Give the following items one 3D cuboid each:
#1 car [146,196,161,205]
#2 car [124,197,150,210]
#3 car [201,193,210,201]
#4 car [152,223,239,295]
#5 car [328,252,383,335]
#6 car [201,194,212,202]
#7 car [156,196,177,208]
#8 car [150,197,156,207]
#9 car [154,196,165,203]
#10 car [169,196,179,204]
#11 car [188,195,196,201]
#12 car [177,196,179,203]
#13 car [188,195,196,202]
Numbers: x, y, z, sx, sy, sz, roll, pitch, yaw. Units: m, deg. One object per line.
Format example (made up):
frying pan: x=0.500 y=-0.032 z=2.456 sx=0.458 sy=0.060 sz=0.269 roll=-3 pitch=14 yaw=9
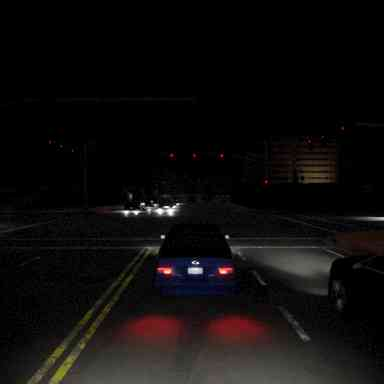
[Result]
car: x=-7.107 y=1.547 z=61.730 sx=2.033 sy=1.411 sz=5.357 roll=0 pitch=0 yaw=0
car: x=-7.171 y=1.547 z=42.288 sx=2.033 sy=1.411 sz=5.357 roll=0 pitch=0 yaw=2
car: x=3.439 y=1.228 z=84.590 sx=2.097 sy=1.767 sz=4.553 roll=0 pitch=0 yaw=0
car: x=0.077 y=1.547 z=8.842 sx=2.033 sy=1.411 sz=5.357 roll=0 pitch=0 yaw=0
car: x=3.559 y=1.491 z=4.599 sx=2.128 sy=1.511 sz=4.902 roll=0 pitch=0 yaw=0
car: x=3.447 y=1.344 z=74.634 sx=2.097 sy=1.767 sz=4.553 roll=0 pitch=0 yaw=0
car: x=-3.633 y=1.601 z=47.537 sx=1.895 sy=1.301 sz=4.718 roll=0 pitch=0 yaw=0
car: x=-7.130 y=1.505 z=51.930 sx=1.837 sy=1.490 sz=4.892 roll=0 pitch=0 yaw=0
car: x=-7.051 y=1.552 z=71.649 sx=1.994 sy=1.385 sz=4.181 roll=0 pitch=0 yaw=0
car: x=-3.569 y=1.505 z=66.900 sx=1.837 sy=1.490 sz=4.892 roll=0 pitch=0 yaw=0
car: x=-0.061 y=1.425 z=84.616 sx=1.994 sy=1.385 sz=4.181 roll=0 pitch=0 yaw=0
car: x=-3.624 y=1.491 z=56.854 sx=2.128 sy=1.511 sz=4.902 roll=0 pitch=0 yaw=0
car: x=-0.053 y=1.531 z=74.343 sx=2.033 sy=1.411 sz=5.357 roll=0 pitch=0 yaw=0
